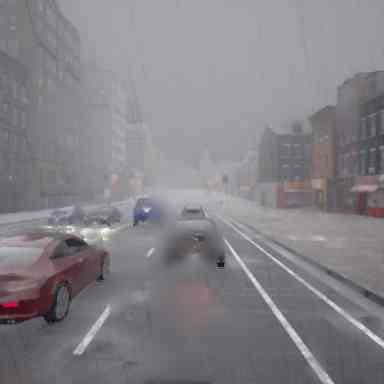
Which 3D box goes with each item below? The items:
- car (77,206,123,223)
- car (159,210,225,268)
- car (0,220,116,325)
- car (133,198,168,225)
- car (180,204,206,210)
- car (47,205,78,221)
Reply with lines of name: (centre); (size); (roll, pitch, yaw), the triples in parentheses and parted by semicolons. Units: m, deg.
car: (-6.598, 1.768, 25.239); (2.033, 1.411, 5.357); (0, 0, 0)
car: (0.088, 1.606, 11.663); (1.837, 1.490, 4.892); (0, -1, 0)
car: (-3.175, 1.585, 7.170); (1.812, 1.442, 4.674); (0, 0, 0)
car: (-3.159, 1.446, 26.000); (2.150, 2.045, 5.566); (0, -1, 0)
car: (0.090, 1.738, 27.006); (1.837, 1.490, 4.892); (0, 0, 0)
car: (-9.848, 1.755, 26.566); (1.812, 1.442, 4.674); (0, -1, 0)
